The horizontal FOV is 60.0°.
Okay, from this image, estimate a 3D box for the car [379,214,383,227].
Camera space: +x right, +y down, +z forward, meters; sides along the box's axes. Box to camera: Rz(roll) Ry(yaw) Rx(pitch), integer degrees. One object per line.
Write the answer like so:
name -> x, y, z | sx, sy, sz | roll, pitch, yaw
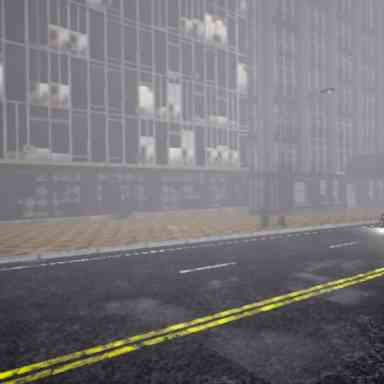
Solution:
car -> 14.045, 1.571, 21.682 | 4.181, 1.385, 1.994 | 0, 0, -35
